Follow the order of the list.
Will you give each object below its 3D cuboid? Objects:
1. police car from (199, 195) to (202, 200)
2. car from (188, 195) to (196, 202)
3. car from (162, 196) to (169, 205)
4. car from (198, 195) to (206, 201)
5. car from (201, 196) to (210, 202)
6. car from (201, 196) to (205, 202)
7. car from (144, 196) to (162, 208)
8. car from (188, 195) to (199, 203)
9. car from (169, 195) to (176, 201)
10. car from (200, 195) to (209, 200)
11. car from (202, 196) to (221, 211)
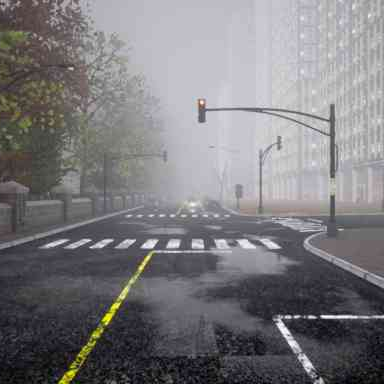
[{"bbox_3d":[3.117,1.479,69.899,1.930,1.638,5.238,0,0,0],"label":"police car"},{"bbox_3d":[-0.020,1.571,80.014,1.837,1.490,4.892,0,0,0],"label":"car"},{"bbox_3d":[-5.703,1.478,58.373,1.967,1.590,4.097,0,0,0],"label":"car"},{"bbox_3d":[2.669,1.643,92.168,2.008,1.369,4.403,0,0,0],"label":"car"},{"bbox_3d":[3.131,1.590,76.789,1.812,1.442,4.674,0,0,0],"label":"car"},{"bbox_3d":[2.679,1.592,47.109,1.947,1.339,4.313,0,0,0],"label":"car"},{"bbox_3d":[-5.701,1.608,47.107,1.802,1.307,4.206,0,0,0],"label":"car"},{"bbox_3d":[0.028,1.566,70.997,2.128,1.511,4.902,0,0,0],"label":"car"},{"bbox_3d":[-5.710,1.627,86.534,1.887,1.381,4.507,0,0,0],"label":"car"},{"bbox_3d":[2.678,1.598,52.742,1.947,1.339,4.313,0,0,0],"label":"car"},{"bbox_3d":[2.681,1.587,41.477,1.947,1.339,4.313,0,0,0],"label":"car"}]
